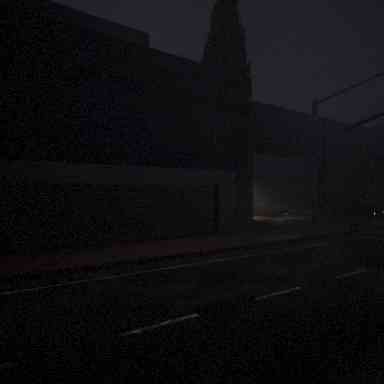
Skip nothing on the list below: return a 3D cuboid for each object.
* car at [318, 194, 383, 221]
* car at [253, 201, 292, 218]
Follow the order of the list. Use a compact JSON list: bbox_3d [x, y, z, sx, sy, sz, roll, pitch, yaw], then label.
[{"bbox_3d":[13.226,1.221,28.140,2.150,2.045,5.566,0,0,-38],"label":"car"},{"bbox_3d":[6.616,1.547,31.064,2.033,1.411,5.357,0,0,-37],"label":"car"}]
